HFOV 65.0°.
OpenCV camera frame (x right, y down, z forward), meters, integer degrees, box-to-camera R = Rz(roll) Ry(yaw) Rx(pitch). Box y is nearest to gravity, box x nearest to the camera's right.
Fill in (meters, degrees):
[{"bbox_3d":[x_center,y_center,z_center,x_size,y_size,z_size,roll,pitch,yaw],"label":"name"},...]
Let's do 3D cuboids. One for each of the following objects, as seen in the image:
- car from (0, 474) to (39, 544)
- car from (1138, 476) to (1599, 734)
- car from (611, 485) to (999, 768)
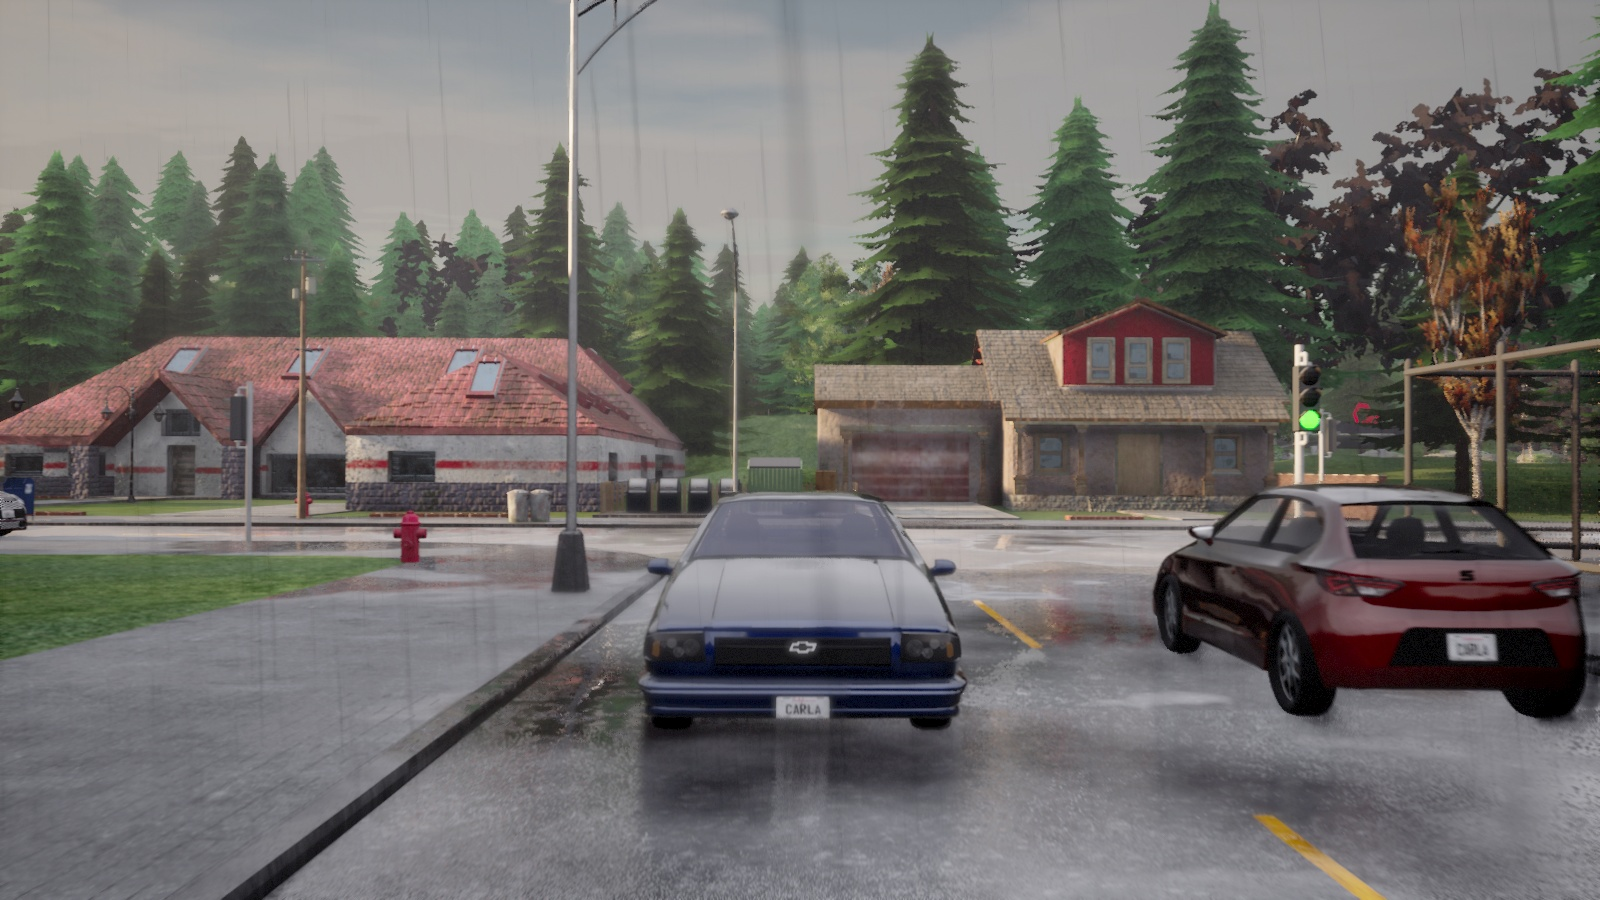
[{"bbox_3d":[-18.740,1.259,26.802,3.806,1.475,1.970,0,-1,0],"label":"car"},{"bbox_3d":[3.982,0.953,9.447,1.816,1.474,4.193,0,-1,1],"label":"car"},{"bbox_3d":[0.014,1.000,9.280,2.033,1.411,5.357,0,-1,0],"label":"car"}]
